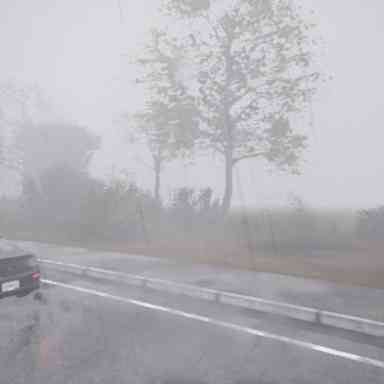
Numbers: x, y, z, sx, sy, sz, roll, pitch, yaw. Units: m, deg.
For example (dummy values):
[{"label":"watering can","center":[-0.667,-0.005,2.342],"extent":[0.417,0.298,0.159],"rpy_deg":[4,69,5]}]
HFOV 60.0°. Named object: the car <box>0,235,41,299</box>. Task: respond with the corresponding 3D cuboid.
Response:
[{"label":"car","center":[-5.198,1.509,7.141],"extent":[4.674,1.442,1.812],"rpy_deg":[0,0,31]}]
